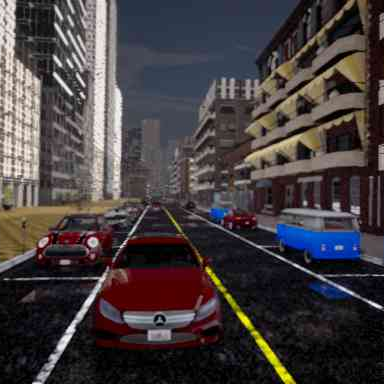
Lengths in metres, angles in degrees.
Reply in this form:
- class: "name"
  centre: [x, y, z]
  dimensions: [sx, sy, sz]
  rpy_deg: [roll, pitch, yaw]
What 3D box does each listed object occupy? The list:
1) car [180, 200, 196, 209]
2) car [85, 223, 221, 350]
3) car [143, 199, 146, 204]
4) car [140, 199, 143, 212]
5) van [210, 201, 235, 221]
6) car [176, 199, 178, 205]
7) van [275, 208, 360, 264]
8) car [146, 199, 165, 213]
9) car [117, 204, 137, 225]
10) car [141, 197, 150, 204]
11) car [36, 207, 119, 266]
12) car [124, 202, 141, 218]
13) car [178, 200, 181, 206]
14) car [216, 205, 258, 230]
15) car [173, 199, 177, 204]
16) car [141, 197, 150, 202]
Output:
- class: "car"
  centre: [-0.387, 2.219, 56.343]
  dimensions: [1.947, 1.339, 4.313]
  rpy_deg: [1, -1, -6]
- class: "car"
  centre: [-0.676, 1.589, 6.559]
  dimensions: [1.812, 1.442, 4.674]
  rpy_deg: [1, -1, -7]
- class: "car"
  centre: [-7.498, 1.959, 44.443]
  dimensions: [1.947, 1.339, 4.313]
  rpy_deg: [1, -1, -6]
- class: "car"
  centre: [-6.279, 1.724, 33.467]
  dimensions: [1.967, 1.590, 4.097]
  rpy_deg: [1, -1, -6]
- class: "van"
  centre: [2.660, 1.717, 28.900]
  dimensions: [1.690, 1.788, 3.998]
  rpy_deg: [1, -1, -6]
- class: "car"
  centre: [-1.624, 2.298, 67.490]
  dimensions: [1.752, 1.417, 4.829]
  rpy_deg: [1, -1, -6]
- class: "van"
  centre: [4.486, 1.555, 12.434]
  dimensions: [1.690, 1.788, 3.998]
  rpy_deg: [1, -1, -6]
- class: "car"
  centre: [-4.663, 1.952, 43.320]
  dimensions: [1.812, 1.442, 4.674]
  rpy_deg: [1, -1, -6]
- class: "car"
  centre: [-5.063, 1.726, 22.486]
  dimensions: [2.008, 1.369, 4.403]
  rpy_deg: [1, -1, -6]
- class: "car"
  centre: [-12.366, 2.180, 88.357]
  dimensions: [2.192, 1.841, 5.009]
  rpy_deg: [1, -1, -6]
- class: "car"
  centre: [-3.844, 1.508, 11.511]
  dimensions: [1.967, 1.590, 4.097]
  rpy_deg: [1, -1, -6]
- class: "car"
  centre: [-5.672, 1.780, 27.976]
  dimensions: [2.008, 1.369, 4.403]
  rpy_deg: [1, -1, -6]
- class: "car"
  centre: [-1.014, 2.239, 62.000]
  dimensions: [1.752, 1.417, 4.829]
  rpy_deg: [1, -1, -6]
- class: "car"
  centre: [3.266, 1.866, 23.408]
  dimensions: [1.887, 1.381, 4.507]
  rpy_deg: [1, -1, -6]
- class: "car"
  centre: [-2.823, 2.435, 78.298]
  dimensions: [1.887, 1.381, 4.507]
  rpy_deg: [1, -1, -6]
- class: "car"
  centre: [-11.151, 2.310, 77.377]
  dimensions: [1.947, 1.339, 4.313]
  rpy_deg: [1, -1, -6]
